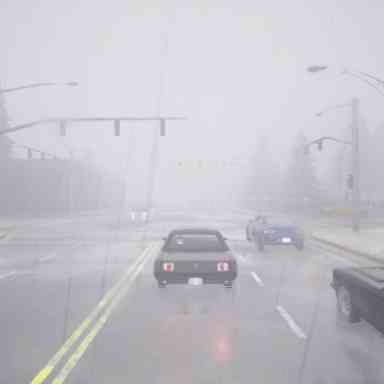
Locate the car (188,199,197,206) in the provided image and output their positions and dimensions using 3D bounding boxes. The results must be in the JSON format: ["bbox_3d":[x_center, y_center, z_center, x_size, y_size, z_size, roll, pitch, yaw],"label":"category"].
[{"bbox_3d":[0.132,2.281,73.615,1.882,1.535,5.008,0,-1,0],"label":"car"}]

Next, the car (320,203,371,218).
[{"bbox_3d":[15.986,1.859,34.736,5.008,1.535,1.882,0,-1,0],"label":"car"}]

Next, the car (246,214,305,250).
[{"bbox_3d":[3.616,1.691,14.977,1.812,1.442,4.674,0,-1,0],"label":"car"}]

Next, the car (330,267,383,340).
[{"bbox_3d":[3.606,1.650,4.367,1.895,1.301,4.718,0,-1,0],"label":"car"}]

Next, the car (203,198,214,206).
[{"bbox_3d":[3.639,2.158,73.608,2.097,1.767,4.553,0,-1,0],"label":"car"}]

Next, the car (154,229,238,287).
[{"bbox_3d":[0.087,1.707,9.574,1.895,1.301,4.718,0,-1,0],"label":"car"}]

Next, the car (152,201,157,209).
[{"bbox_3d":[-6.988,2.175,56.014,1.994,1.385,4.181,0,-1,0],"label":"car"}]

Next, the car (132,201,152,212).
[{"bbox_3d":[-7.015,2.027,45.991,1.812,1.442,4.674,0,-1,0],"label":"car"}]
